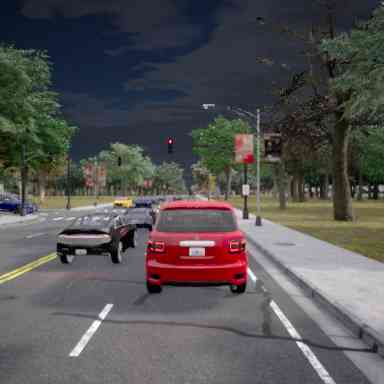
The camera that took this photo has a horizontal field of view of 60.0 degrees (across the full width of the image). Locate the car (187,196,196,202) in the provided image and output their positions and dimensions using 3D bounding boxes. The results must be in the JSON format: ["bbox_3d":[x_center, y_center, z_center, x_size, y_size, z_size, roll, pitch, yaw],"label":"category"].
[{"bbox_3d":[-0.076,1.582,76.387,2.033,1.411,5.357,0,0,0],"label":"car"}]

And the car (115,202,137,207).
[{"bbox_3d":[-3.170,1.566,20.547,1.994,1.385,4.181,0,0,0],"label":"car"}]

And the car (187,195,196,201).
[{"bbox_3d":[-0.087,1.461,86.802,2.128,1.511,4.902,0,0,0],"label":"car"}]

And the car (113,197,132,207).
[{"bbox_3d":[-9.884,1.490,47.503,1.882,1.535,5.008,0,0,0],"label":"car"}]

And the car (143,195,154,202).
[{"bbox_3d":[-9.825,1.535,75.574,1.837,1.490,4.892,0,0,0],"label":"car"}]

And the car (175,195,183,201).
[{"bbox_3d":[-3.337,1.531,86.829,1.895,1.301,4.718,0,0,0],"label":"car"}]

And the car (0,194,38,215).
[{"bbox_3d":[-17.957,1.209,32.263,5.566,2.045,2.150,0,0,3],"label":"car"}]

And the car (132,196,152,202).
[{"bbox_3d":[-6.644,1.612,46.059,1.895,1.301,4.718,0,0,0],"label":"car"}]

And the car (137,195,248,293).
[{"bbox_3d":[0.093,1.221,8.971,2.150,2.045,5.566,0,0,0],"label":"car"}]

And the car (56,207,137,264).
[{"bbox_3d":[-3.160,1.491,11.883,2.128,1.511,4.902,0,0,0],"label":"car"}]

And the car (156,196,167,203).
[{"bbox_3d":[-6.571,1.575,71.830,2.033,1.411,5.357,0,0,0],"label":"car"}]

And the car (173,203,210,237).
[{"bbox_3d":[-0.018,1.479,19.287,1.882,1.535,5.008,0,0,0],"label":"car"}]

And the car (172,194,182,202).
[{"bbox_3d":[-3.326,1.398,76.770,2.097,1.767,4.553,0,0,0],"label":"car"}]

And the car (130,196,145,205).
[{"bbox_3d":[-9.875,1.529,60.450,1.837,1.490,4.892,0,0,0],"label":"car"}]
